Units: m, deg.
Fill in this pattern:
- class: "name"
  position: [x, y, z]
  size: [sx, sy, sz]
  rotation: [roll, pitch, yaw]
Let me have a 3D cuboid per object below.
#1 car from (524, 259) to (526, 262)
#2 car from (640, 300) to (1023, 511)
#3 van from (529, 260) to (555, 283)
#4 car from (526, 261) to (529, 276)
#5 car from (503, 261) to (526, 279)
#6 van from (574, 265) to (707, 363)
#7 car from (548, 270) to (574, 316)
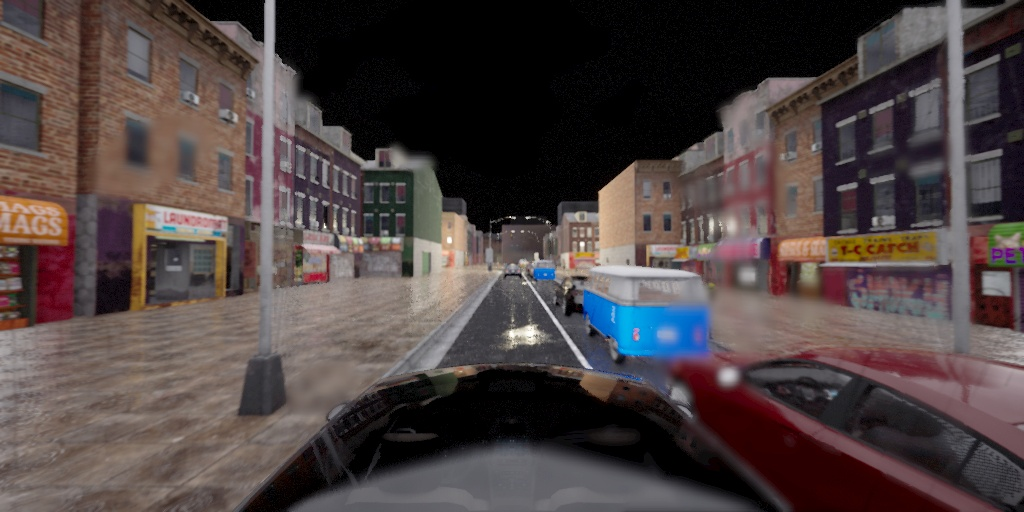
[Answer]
- class: "car"
  position: [2.621, 1.437, 41.186]
  size: [1.967, 1.591, 4.097]
  rotation: [0, 0, 0]
- class: "car"
  position: [2.638, 1.299, 2.403]
  size: [1.888, 1.381, 4.507]
  rotation: [0, 0, 0]
- class: "van"
  position: [2.626, 1.262, 30.105]
  size: [1.690, 1.789, 3.998]
  rotation: [0, 0, 0]
- class: "car"
  position: [2.623, 1.484, 35.816]
  size: [1.751, 1.417, 4.829]
  rotation: [0, 0, 0]
- class: "car"
  position: [0.083, 1.511, 36.451]
  size: [2.033, 1.411, 5.357]
  rotation: [0, 0, 0]
- class: "van"
  position: [2.636, 1.127, 7.944]
  size: [1.690, 1.789, 3.998]
  rotation: [0, 0, 0]
- class: "car"
  position: [2.633, 1.384, 13.484]
  size: [1.948, 1.339, 4.313]
  rotation: [0, 0, 0]
